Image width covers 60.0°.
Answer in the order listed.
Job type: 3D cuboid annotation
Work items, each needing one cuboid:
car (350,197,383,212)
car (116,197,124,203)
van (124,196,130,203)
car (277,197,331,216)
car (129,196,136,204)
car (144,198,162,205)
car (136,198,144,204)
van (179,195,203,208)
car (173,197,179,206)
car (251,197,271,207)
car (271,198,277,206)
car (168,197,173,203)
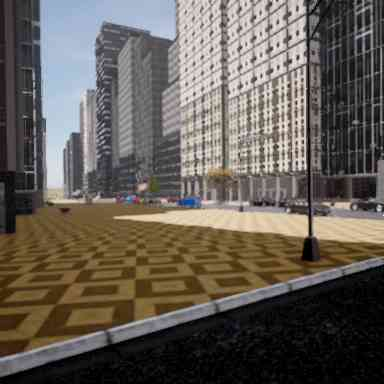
[{"bbox_3d":[17.288,1.144,31.850,2.008,1.369,4.403,-2,0,-25],"label":"car"},{"bbox_3d":[-19.118,2.239,89.296,1.887,1.381,4.507,-2,0,-25],"label":"car"},{"bbox_3d":[-14.321,1.868,79.124,1.690,1.788,3.998,-2,0,-25],"label":"van"},{"bbox_3d":[9.713,1.282,28.268,2.008,1.369,4.403,-2,0,-25],"label":"car"},{"bbox_3d":[-11.911,1.988,74.040,1.887,1.381,4.507,-2,0,-25],"label":"car"},{"bbox_3d":[-7.106,1.829,63.868,2.008,1.369,4.403,-2,0,-25],"label":"car"},{"bbox_3d":[-9.437,1.883,68.801,1.752,1.417,4.829,-2,0,-25],"label":"car"},{"bbox_3d":[0.094,1.380,48.612,1.690,1.788,3.998,-2,0,-25],"label":"van"},{"bbox_3d":[-1.075,1.639,57.382,1.812,1.442,4.674,-1,-1,-25],"label":"car"},{"bbox_3d":[10.080,1.388,47.107,1.947,1.339,4.313,-2,0,-25],"label":"car"},{"bbox_3d":[12.483,1.311,42.022,1.947,1.339,4.313,-2,0,-25],"label":"car"},{"bbox_3d":[-4.335,1.887,77.621,1.802,1.307,4.206,-2,0,-25],"label":"car"}]
